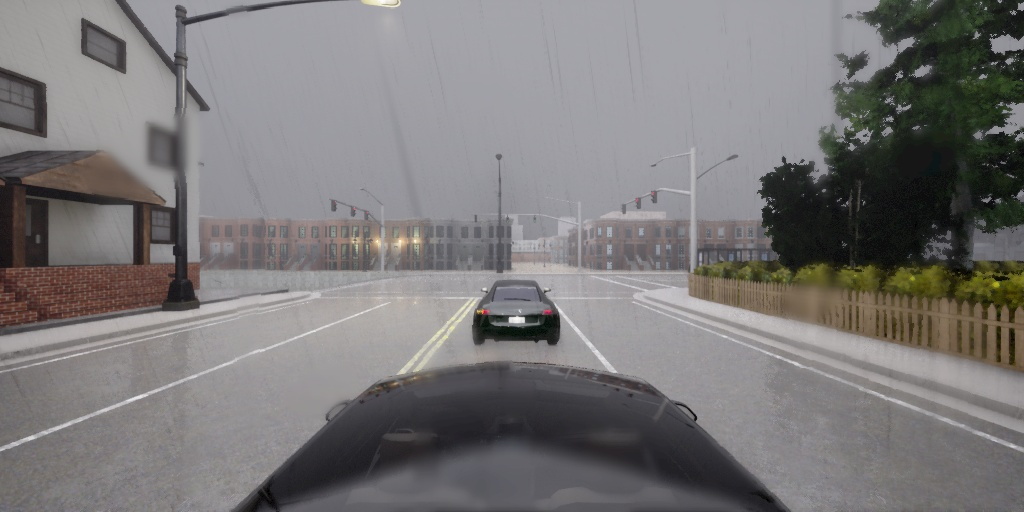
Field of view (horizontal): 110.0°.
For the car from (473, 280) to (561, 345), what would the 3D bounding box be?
[{"bbox_3d":[0.104,1.314,9.535,1.994,1.385,4.181,0,0,0],"label":"car"}]
